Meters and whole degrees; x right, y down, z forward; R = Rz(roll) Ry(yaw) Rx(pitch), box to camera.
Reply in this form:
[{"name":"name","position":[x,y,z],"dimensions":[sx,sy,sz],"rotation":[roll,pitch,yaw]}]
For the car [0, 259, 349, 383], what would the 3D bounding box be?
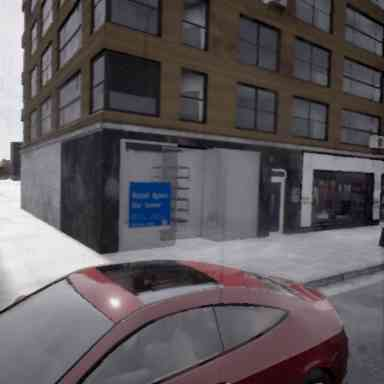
[{"name":"car","position":[-0.573,1.381,2.656],"dimensions":[4.674,1.442,1.812],"rotation":[0,3,-35]}]
